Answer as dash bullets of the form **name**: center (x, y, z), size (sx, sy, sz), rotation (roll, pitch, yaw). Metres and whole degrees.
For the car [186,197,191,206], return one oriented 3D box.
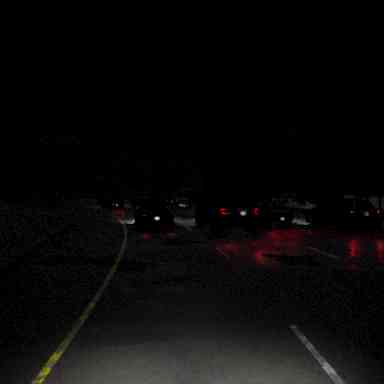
- **car**: center (0.855, 1.060, 41.376), size (1.837, 1.490, 4.892), rotation (0, 1, -26)

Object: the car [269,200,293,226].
- **car**: center (4.534, 1.264, 21.060), size (2.128, 1.511, 4.902), rotation (0, 1, -13)

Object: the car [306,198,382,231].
- **car**: center (8.504, 1.143, 19.070), size (2.097, 1.767, 4.553), rotation (0, 1, -11)

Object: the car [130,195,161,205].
- **car**: center (-5.753, 1.058, 38.961), size (1.882, 1.535, 5.008), rotation (0, 1, -26)

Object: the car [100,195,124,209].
- **car**: center (-9.194, 1.098, 37.986), size (1.837, 1.490, 4.892), rotation (0, 1, -27)

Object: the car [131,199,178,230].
- **car**: center (-2.314, 1.351, 19.616), size (1.994, 1.385, 4.181), rotation (0, 1, -13)

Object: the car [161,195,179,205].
- **car**: center (-3.281, 1.115, 41.702), size (1.994, 1.385, 4.181), rotation (0, 1, -28)

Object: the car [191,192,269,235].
- **car**: center (1.747, 1.029, 17.858), size (2.150, 2.045, 5.566), rotation (0, 1, -13)
